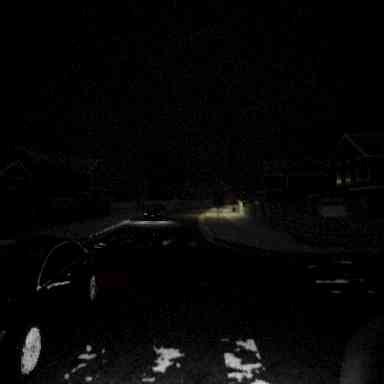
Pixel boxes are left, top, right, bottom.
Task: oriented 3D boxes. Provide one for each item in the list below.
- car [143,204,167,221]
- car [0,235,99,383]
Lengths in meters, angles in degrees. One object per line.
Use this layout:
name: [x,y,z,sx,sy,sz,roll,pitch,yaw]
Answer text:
car: [-3.435,1.891,31.726,1.837,1.490,4.892,0,0,2]
car: [-2.919,1.581,5.539,1.837,1.490,4.892,0,-1,-2]
